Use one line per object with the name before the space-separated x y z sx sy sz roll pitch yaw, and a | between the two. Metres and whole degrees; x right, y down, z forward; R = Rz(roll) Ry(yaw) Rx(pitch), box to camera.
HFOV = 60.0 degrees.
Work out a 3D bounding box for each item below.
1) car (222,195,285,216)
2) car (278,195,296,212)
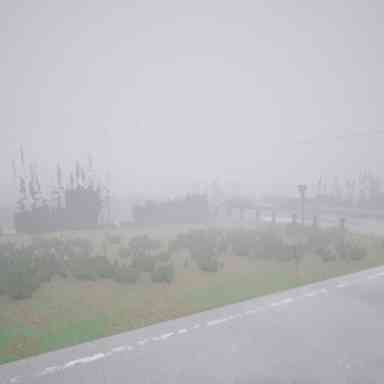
car | 4.698 1.118 27.526 2.033 1.411 5.357 0 2 -33
car | 7.207 1.023 30.437 2.128 1.511 4.902 0 2 -33
